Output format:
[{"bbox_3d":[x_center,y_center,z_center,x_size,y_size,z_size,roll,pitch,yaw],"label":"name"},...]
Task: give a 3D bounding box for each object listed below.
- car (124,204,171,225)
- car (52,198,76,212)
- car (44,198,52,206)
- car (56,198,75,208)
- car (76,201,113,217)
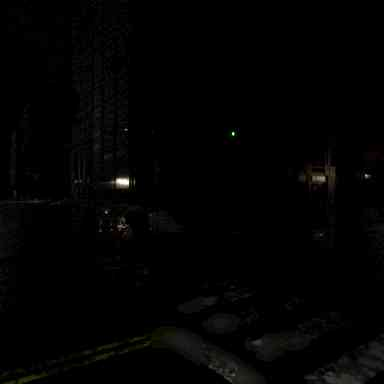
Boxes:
[{"bbox_3d":[-3.386,1.608,24.331,1.812,1.442,4.674,1,-1,-37],"label":"car"},{"bbox_3d":[-15.470,1.724,41.395,2.033,1.411,5.357,1,-1,-34],"label":"car"},{"bbox_3d":[-26.468,1.803,62.431,2.128,1.511,4.902,1,-1,-36],"label":"car"},{"bbox_3d":[-20.676,1.790,54.255,1.812,1.442,4.674,1,-1,-35],"label":"car"},{"bbox_3d":[-9.327,1.620,32.701,2.128,1.511,4.902,1,-1,-35],"label":"car"}]
